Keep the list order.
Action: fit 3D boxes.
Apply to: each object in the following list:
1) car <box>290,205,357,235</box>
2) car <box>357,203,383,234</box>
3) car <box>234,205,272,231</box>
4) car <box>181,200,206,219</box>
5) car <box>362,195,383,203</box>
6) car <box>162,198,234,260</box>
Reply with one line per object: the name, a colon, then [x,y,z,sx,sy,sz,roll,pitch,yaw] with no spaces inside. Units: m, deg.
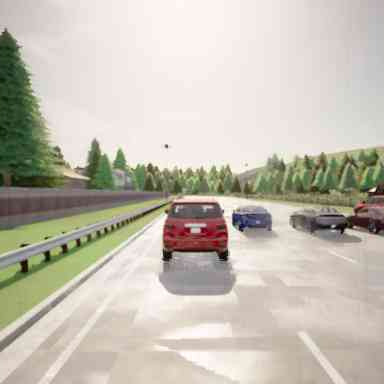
car: [7.110,1.526,19.141,2.128,1.511,4.902,0,0,0]
car: [10.597,1.560,19.149,1.812,1.442,4.674,0,0,0]
car: [3.613,1.515,20.714,1.882,1.535,5.008,0,0,0]
car: [0.116,1.546,30.372,2.128,1.511,4.902,0,0,0]
car: [14.113,1.265,24.463,2.150,2.045,5.566,0,0,0]
car: [0.107,1.244,12.624,2.150,2.045,5.566,0,0,0]
